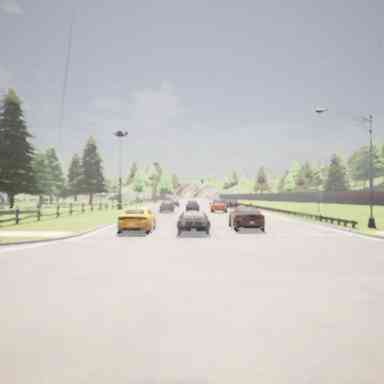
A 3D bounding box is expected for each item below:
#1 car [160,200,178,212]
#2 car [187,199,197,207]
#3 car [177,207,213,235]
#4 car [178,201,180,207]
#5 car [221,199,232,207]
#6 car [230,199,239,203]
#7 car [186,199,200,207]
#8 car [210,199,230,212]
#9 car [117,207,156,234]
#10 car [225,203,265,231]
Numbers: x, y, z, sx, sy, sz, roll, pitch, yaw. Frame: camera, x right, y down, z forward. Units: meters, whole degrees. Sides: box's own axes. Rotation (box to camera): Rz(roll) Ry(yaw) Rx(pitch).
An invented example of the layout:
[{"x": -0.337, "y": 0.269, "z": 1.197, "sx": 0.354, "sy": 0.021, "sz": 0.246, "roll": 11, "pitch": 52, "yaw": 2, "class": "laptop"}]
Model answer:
[{"x": -3.410, "y": 2.011, "z": 46.287, "sx": 2.128, "sy": 1.511, "sz": 4.902, "roll": 0, "pitch": -1, "yaw": 0, "class": "car"}, {"x": -0.016, "y": 2.262, "z": 67.766, "sx": 2.128, "sy": 1.511, "sz": 4.902, "roll": 0, "pitch": -1, "yaw": 0, "class": "car"}, {"x": 0.095, "y": 1.833, "z": 20.605, "sx": 1.895, "sy": 1.301, "sz": 4.718, "roll": 0, "pitch": -1, "yaw": 0, "class": "car"}, {"x": -3.516, "y": 2.304, "z": 67.764, "sx": 2.033, "sy": 1.411, "sz": 5.357, "roll": 0, "pitch": -1, "yaw": 0, "class": "car"}, {"x": 6.984, "y": 2.197, "z": 67.771, "sx": 1.837, "sy": 1.490, "sz": 4.892, "roll": 0, "pitch": -1, "yaw": 0, "class": "car"}, {"x": 6.986, "y": 2.000, "z": 57.740, "sx": 2.097, "sy": 1.767, "sz": 4.553, "roll": 0, "pitch": -1, "yaw": 0, "class": "car"}, {"x": 0.090, "y": 2.011, "z": 46.294, "sx": 2.128, "sy": 1.511, "sz": 4.902, "roll": 0, "pitch": -1, "yaw": 0, "class": "car"}, {"x": 3.589, "y": 1.869, "z": 46.054, "sx": 2.097, "sy": 1.767, "sz": 4.553, "roll": 0, "pitch": -1, "yaw": 0, "class": "car"}, {"x": -3.405, "y": 1.716, "z": 21.147, "sx": 1.882, "sy": 1.535, "sz": 5.008, "roll": 0, "pitch": -1, "yaw": 0, "class": "car"}, {"x": 3.594, "y": 1.730, "z": 22.452, "sx": 1.882, "sy": 1.535, "sz": 5.008, "roll": 0, "pitch": -1, "yaw": 0, "class": "car"}]
